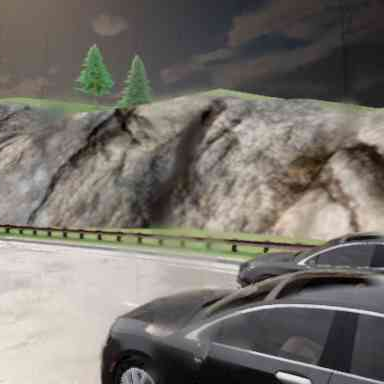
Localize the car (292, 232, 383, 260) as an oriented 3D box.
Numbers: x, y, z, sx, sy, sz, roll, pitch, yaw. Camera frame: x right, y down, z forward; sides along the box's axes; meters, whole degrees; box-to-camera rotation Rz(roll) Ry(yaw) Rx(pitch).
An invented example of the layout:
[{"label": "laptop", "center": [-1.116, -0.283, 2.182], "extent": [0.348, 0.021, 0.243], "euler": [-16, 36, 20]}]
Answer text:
[{"label": "car", "center": [3.151, 1.491, 5.917], "extent": [4.892, 1.490, 1.837], "euler": [-2, -1, 35]}]

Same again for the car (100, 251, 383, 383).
[{"label": "car", "center": [1.236, 1.502, 2.981], "extent": [4.892, 1.490, 1.837], "euler": [-1, -1, 35]}]
